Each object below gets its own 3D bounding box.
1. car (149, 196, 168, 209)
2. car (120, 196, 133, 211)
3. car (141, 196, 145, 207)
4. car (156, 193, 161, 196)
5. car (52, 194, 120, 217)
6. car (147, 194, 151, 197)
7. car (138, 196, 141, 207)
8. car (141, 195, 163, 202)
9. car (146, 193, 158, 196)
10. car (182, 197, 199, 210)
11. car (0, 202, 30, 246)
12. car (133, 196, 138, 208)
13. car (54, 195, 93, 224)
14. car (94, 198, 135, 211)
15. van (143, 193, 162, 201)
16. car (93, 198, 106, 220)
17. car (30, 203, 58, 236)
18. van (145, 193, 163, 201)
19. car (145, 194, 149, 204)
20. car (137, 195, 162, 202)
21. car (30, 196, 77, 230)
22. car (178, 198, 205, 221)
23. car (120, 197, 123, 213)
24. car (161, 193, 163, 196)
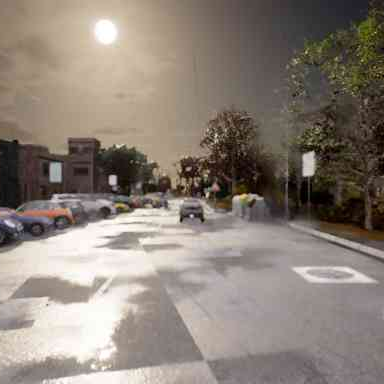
[{"bbox_3d":[-4.235,1.538,44.667,1.994,1.385,4.181,0,0,0],"label":"car"},{"bbox_3d":[-9.289,1.447,34.855,5.366,1.575,1.946,-1,0,-20],"label":"car"},{"bbox_3d":[-9.499,1.339,46.788,4.553,1.767,2.185,-1,0,-20],"label":"car"},{"bbox_3d":[-9.342,1.496,64.865,5.366,1.575,1.946,-1,0,-20],"label":"car"},{"bbox_3d":[-9.441,1.201,28.795,5.566,2.045,2.435,-1,0,-20],"label":"car"},{"bbox_3d":[-9.478,1.514,52.799,4.674,1.452,2.002,-1,0,-20],"label":"car"},{"bbox_3d":[-9.497,1.335,43.787,4.553,1.767,2.185,-1,0,-20],"label":"car"},{"bbox_3d":[-9.633,1.495,79.819,5.008,1.535,2.097,-1,0,-21],"label":"car"},{"bbox_3d":[-9.511,1.495,61.800,4.892,1.521,2.231,-1,0,-20],"label":"car"},{"bbox_3d":[-0.157,1.465,43.666,2.128,1.511,4.902,0,0,0],"label":"car"},{"bbox_3d":[-9.492,1.341,13.763,4.553,1.767,2.185,-1,0,-20],"label":"car"},{"bbox_3d":[-9.453,1.203,37.812,5.566,2.045,2.435,-1,0,-20],"label":"car"},{"bbox_3d":[-9.433,1.329,22.781,4.553,1.767,2.185,-1,0,-20],"label":"car"},{"bbox_3d":[-9.460,1.497,40.790,4.674,1.452,2.002,-1,0,-20],"label":"car"},{"bbox_3d":[-9.773,1.239,82.764,4.442,1.987,1.878,-1,1,-21],"label":"van"},{"bbox_3d":[-9.439,1.483,25.795,4.792,1.488,2.163,-1,0,-20],"label":"car"},{"bbox_3d":[-9.462,1.502,16.771,4.674,1.452,2.002,-1,0,-20],"label":"car"},{"bbox_3d":[-9.809,1.206,85.764,4.442,1.987,1.878,-1,1,-21],"label":"van"},{"bbox_3d":[-9.443,1.498,49.808,4.792,1.488,2.163,-1,0,-20],"label":"car"},{"bbox_3d":[-9.765,1.519,76.750,5.366,1.575,1.946,-1,0,-20],"label":"car"},{"bbox_3d":[-9.432,1.332,19.780,4.553,1.767,2.185,-1,0,-20],"label":"car"},{"bbox_3d":[-0.033,1.473,26.701,1.837,1.490,4.892,0,1,0],"label":"car"},{"bbox_3d":[-9.435,1.482,31.797,4.792,1.488,2.163,-1,0,-20],"label":"car"},{"bbox_3d":[-9.358,1.503,67.867,5.366,1.575,1.946,-1,0,-20],"label":"car"}]
